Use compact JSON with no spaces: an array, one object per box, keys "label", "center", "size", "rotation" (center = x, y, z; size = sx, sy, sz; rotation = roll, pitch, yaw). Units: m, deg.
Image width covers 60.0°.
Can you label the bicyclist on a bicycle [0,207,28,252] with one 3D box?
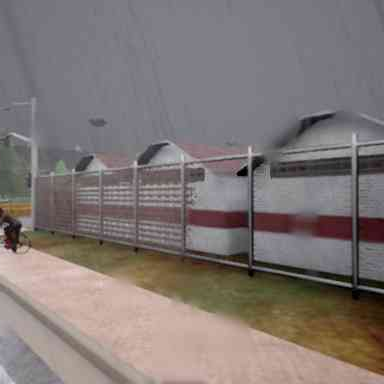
[{"label":"bicyclist on a bicycle","center":[-7.213,1.409,12.679],"size":[0.582,1.620,1.656],"rotation":[0,0,41]}]

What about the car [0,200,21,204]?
[{"label":"car","center":[-25.564,1.880,44.552],"size":[4.892,1.490,1.837],"rotation":[0,-1,-45]}]

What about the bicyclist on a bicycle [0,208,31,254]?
[{"label":"bicyclist on a bicycle","center":[-6.498,1.399,11.565],"size":[1.656,1.620,0.582],"rotation":[0,0,-24]}]
